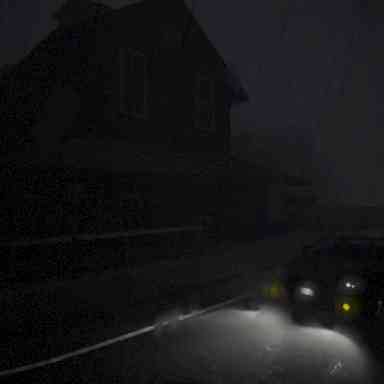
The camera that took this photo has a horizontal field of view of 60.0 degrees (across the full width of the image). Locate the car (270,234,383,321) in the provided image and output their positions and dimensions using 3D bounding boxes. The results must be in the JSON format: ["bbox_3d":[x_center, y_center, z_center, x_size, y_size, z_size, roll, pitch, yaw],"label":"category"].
[{"bbox_3d":[3.605,1.703,7.641,4.181,1.385,1.994,1,-2,-43],"label":"car"}]
